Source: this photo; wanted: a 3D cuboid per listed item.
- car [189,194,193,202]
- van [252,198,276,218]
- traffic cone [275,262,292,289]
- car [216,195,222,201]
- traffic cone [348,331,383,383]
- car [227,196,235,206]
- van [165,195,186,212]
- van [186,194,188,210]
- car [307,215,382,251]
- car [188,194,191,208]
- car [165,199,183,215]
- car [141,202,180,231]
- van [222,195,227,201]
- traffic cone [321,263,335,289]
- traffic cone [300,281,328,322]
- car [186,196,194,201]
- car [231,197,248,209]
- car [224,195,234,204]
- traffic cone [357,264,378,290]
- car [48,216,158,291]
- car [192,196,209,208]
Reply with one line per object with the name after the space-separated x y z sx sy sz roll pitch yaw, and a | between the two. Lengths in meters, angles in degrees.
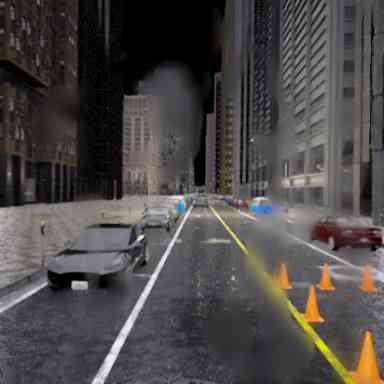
-1.406 1.348 48.487 2.192 1.841 5.009 0 0 1 | car
6.755 1.458 31.391 1.690 1.788 3.998 0 0 1 | van
2.214 1.992 8.024 0.340 0.580 0.340 1 0 1 | traffic cone
7.957 1.731 87.785 1.887 1.381 4.507 0 0 1 | car
2.129 1.986 4.025 0.340 0.580 0.340 1 0 1 | traffic cone
7.235 1.728 53.948 1.802 1.307 4.206 0 0 1 | car
-1.768 1.352 31.568 1.690 1.788 3.998 0 0 1 | van
-1.647 1.360 37.208 1.690 1.788 3.998 0 0 1 | van
6.392 1.640 14.472 1.887 1.381 4.507 0 0 1 | car
-1.528 1.466 42.847 1.967 1.590 4.097 0 0 1 | car
-1.893 1.529 25.759 1.752 1.417 4.829 0 0 1 | car
-2.010 1.547 20.289 2.008 1.369 4.403 0 0 1 | car
7.477 1.501 65.227 1.690 1.788 3.998 0 0 1 | van
3.214 2.004 8.002 0.340 0.580 0.340 1 0 1 | traffic cone
2.171 1.989 6.024 0.340 0.580 0.340 1 0 1 | traffic cone
-0.566 1.646 87.964 1.947 1.339 4.313 0 0 1 | car
7.114 1.721 48.309 1.802 1.307 4.206 0 0 1 | car
7.355 1.719 59.588 1.947 1.339 4.313 0 0 1 | car
4.213 2.017 7.981 0.340 0.580 0.340 1 0 1 | traffic cone
-2.251 1.548 9.010 1.947 1.339 4.313 0 0 1 | car
1.353 1.631 48.243 1.994 1.385 4.181 1 0 1 | car
